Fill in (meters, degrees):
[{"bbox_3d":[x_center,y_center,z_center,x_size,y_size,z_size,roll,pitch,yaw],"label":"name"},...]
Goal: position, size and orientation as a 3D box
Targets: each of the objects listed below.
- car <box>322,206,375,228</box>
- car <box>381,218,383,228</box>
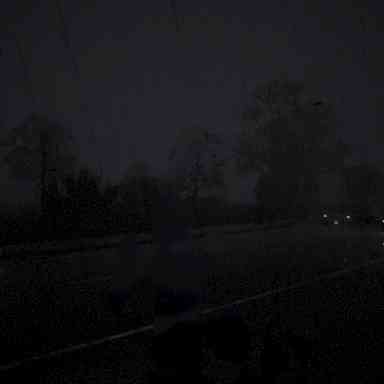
[{"bbox_3d":[10.644,1.623,22.500,4.718,1.301,1.895,0,0,-45],"label":"car"},{"bbox_3d":[13.092,1.567,19.977,5.357,1.411,2.033,0,0,-45],"label":"car"}]
